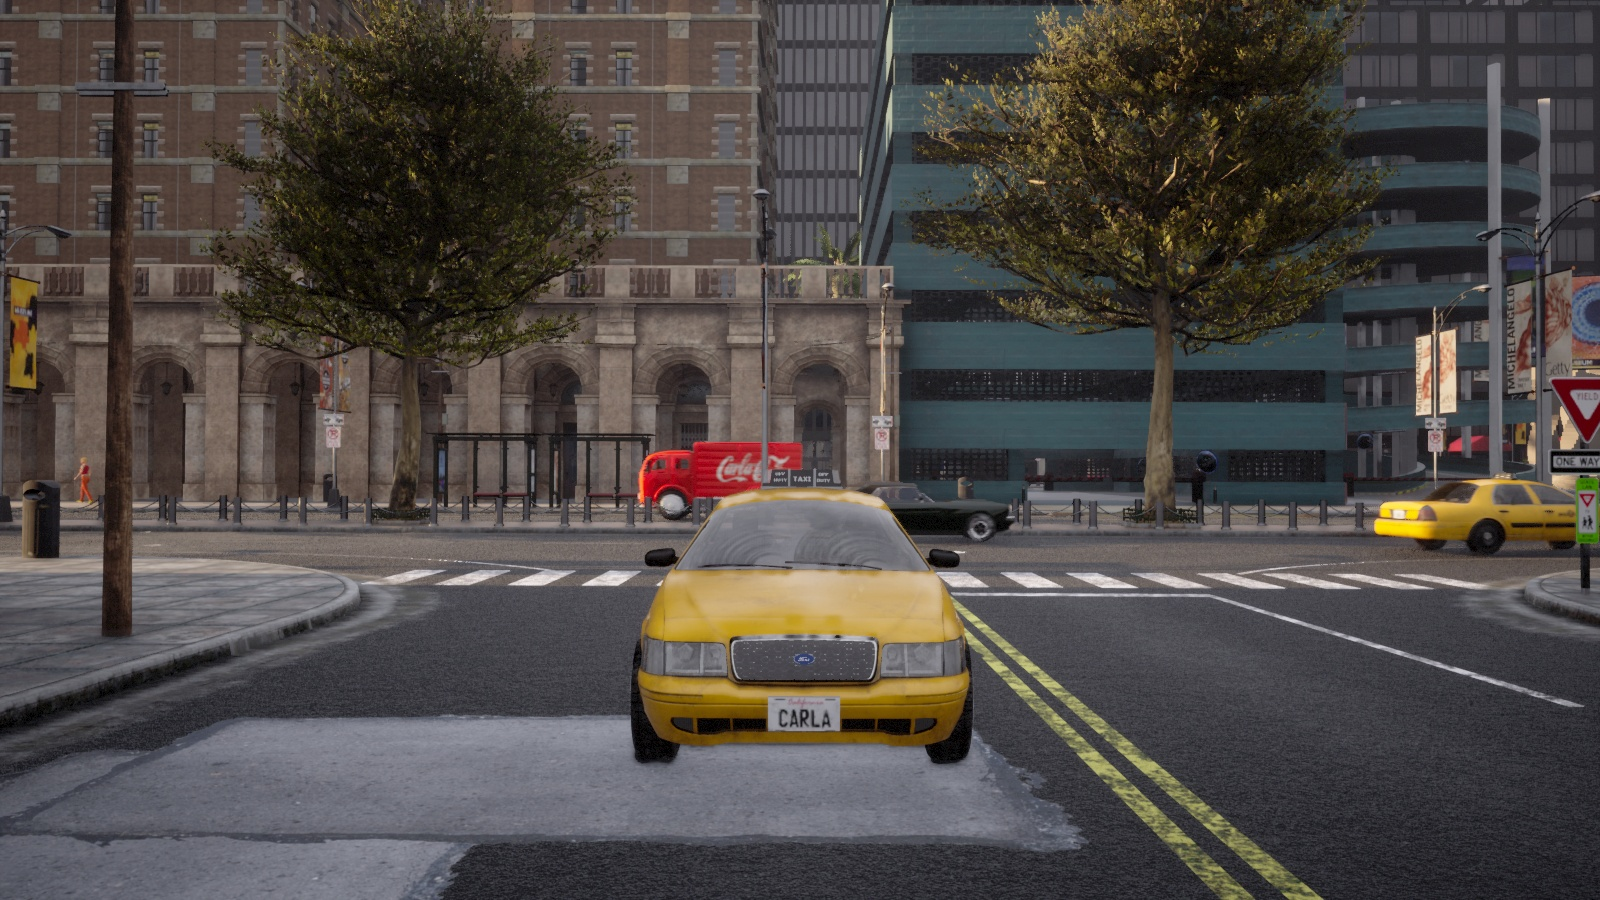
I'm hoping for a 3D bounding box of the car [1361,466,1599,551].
[{"bbox_3d":[14.085,1.112,24.774,5.366,1.575,1.801,0,-1,-8],"label":"car"}]

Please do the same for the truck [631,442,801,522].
[{"bbox_3d":[-2.591,1.010,40.086,5.204,2.467,2.627,0,-1,1],"label":"truck"}]

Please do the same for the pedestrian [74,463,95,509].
[{"bbox_3d":[-28.311,1.417,49.697,0.594,1.836,0.345,0,-1,1],"label":"pedestrian"}]

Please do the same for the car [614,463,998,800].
[{"bbox_3d":[0.017,0.898,8.599,1.801,1.575,5.366,0,-1,0],"label":"car"}]

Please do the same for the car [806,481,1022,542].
[{"bbox_3d":[2.510,1.383,28.506,4.718,1.301,1.895,0,-1,1],"label":"car"}]
